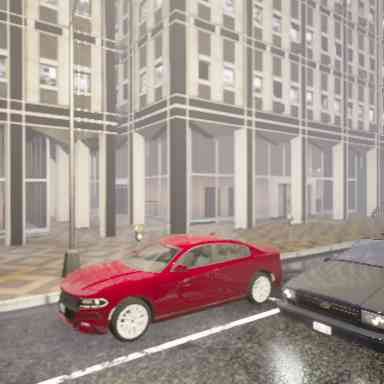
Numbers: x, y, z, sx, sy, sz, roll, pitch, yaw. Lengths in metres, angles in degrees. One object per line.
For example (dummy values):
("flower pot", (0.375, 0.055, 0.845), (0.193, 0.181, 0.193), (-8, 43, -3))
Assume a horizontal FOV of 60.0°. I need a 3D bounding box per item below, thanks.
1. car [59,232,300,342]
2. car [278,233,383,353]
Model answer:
("car", (-0.173, 1.528, 6.436), (4.507, 1.381, 1.887), (0, 0, -36))
("car", (3.999, 1.516, 6.230), (5.357, 1.411, 2.033), (0, 0, -35))
